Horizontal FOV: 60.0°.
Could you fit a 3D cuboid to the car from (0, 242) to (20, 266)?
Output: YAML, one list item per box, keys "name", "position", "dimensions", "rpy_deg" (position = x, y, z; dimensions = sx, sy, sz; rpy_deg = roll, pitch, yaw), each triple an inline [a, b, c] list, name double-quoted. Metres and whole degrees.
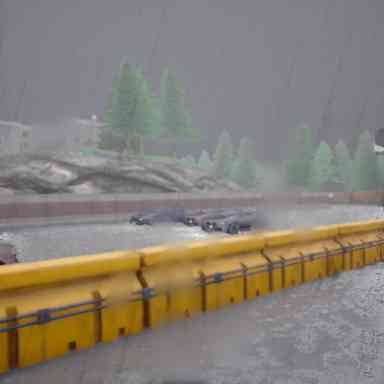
- name: "car"
  position: [-6.510, 1.705, 8.012]
  dimensions: [4.181, 1.385, 1.994]
  rpy_deg: [0, 0, -35]

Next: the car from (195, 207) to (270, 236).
- name: "car"
  position: [2.597, 1.669, 19.271]
  dimensions: [4.181, 1.385, 1.994]
  rpy_deg: [0, -1, -38]

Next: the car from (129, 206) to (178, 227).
- name: "car"
  position: [-1.917, 1.745, 24.627]
  dimensions: [5.357, 1.411, 2.033]
  rpy_deg: [0, 0, -38]

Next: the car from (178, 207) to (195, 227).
- name: "car"
  position: [1.485, 1.707, 22.855]
  dimensions: [4.181, 1.385, 1.994]
  rpy_deg: [0, 0, -38]
